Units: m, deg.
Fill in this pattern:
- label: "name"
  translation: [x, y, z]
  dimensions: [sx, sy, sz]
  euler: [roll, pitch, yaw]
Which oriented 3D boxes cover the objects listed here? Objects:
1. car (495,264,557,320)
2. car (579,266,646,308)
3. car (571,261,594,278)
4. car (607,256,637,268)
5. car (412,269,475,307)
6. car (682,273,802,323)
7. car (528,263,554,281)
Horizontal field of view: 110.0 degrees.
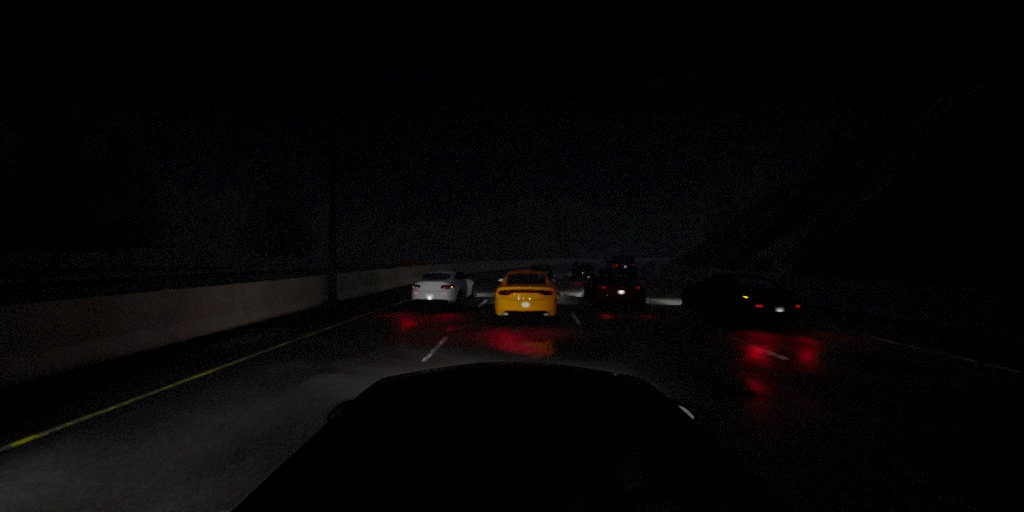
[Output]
- label: "car"
  translation: [0.526, 1.223, 12.607]
  dimensions: [1.882, 1.535, 5.008]
  euler: [0, 0, 3]
- label: "car"
  translation: [4.237, 1.316, 15.388]
  dimensions: [1.994, 1.385, 4.181]
  euler: [0, 0, 4]
- label: "car"
  translation: [6.446, 1.239, 32.872]
  dimensions: [2.128, 1.511, 4.902]
  euler: [0, 0, 10]
- label: "car"
  translation: [9.911, 0.976, 32.533]
  dimensions: [2.150, 2.045, 5.566]
  euler: [0, 0, 10]
- label: "car"
  translation: [-2.796, 1.263, 15.241]
  dimensions: [1.812, 1.442, 4.674]
  euler: [0, 0, 4]
- label: "car"
  translation: [7.505, 1.286, 12.169]
  dimensions: [1.812, 1.442, 4.674]
  euler: [0, 0, 3]
- label: "car"
  translation: [2.625, 1.341, 31.412]
  dimensions: [1.895, 1.301, 4.718]
  euler: [0, 0, 9]
